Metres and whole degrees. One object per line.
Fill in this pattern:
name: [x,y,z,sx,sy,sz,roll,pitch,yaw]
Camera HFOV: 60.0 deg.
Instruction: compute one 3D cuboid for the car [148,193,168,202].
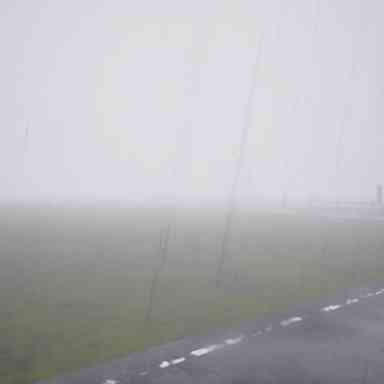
car: [-5.980,0.926,58.234,1.882,1.535,5.008,1,0,-35]
